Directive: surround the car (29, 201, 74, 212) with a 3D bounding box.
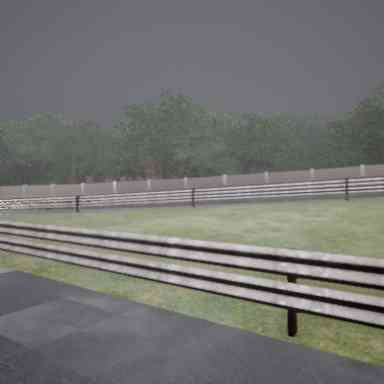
[{"bbox_3d":[-15.015,1.411,35.504,4.718,1.301,1.895,-2,-1,17],"label":"car"}]
